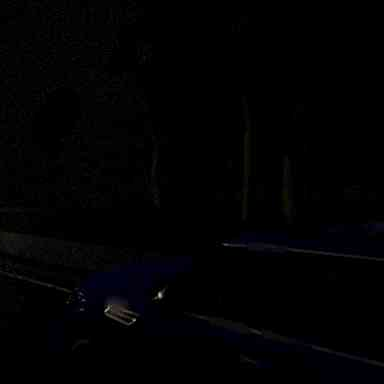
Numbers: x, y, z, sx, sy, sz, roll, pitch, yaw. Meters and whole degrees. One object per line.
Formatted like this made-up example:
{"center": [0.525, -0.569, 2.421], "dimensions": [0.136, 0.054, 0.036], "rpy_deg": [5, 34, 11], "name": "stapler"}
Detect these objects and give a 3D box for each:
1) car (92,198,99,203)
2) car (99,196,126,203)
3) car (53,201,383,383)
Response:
{"center": [-17.418, 1.635, 65.314], "dimensions": [1.812, 1.442, 4.674], "rpy_deg": [-1, 0, 35], "name": "car"}
{"center": [-14.746, 1.579, 63.502], "dimensions": [1.837, 1.490, 4.892], "rpy_deg": [-1, 0, 35], "name": "car"}
{"center": [1.127, 1.245, 2.787], "dimensions": [5.566, 2.045, 2.150], "rpy_deg": [1, 1, 37], "name": "car"}
